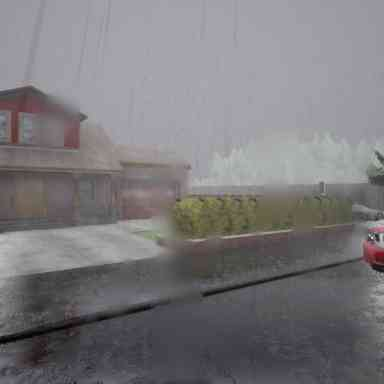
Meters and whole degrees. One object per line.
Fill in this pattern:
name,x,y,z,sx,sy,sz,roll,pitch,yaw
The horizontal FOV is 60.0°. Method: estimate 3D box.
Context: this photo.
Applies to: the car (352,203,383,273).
car,7.285,1.221,9.447,5.566,2.045,2.150,0,0,-31
